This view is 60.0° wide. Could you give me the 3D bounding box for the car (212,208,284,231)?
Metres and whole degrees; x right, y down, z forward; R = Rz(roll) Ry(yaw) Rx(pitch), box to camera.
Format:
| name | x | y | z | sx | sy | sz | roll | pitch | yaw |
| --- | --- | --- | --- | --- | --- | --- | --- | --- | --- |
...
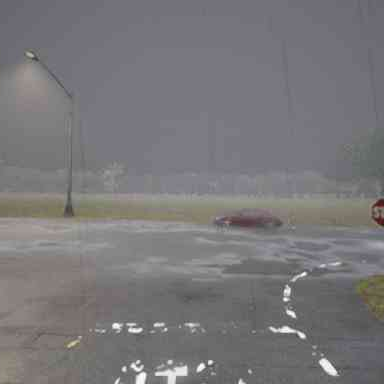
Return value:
| name | x | y | z | sx | sy | sz | roll | pitch | yaw |
| --- | --- | --- | --- | --- | --- | --- | --- | --- | --- |
| car | 3.712 | 1.771 | 22.213 | 4.674 | 1.442 | 1.812 | 2 | 0 | 0 |
